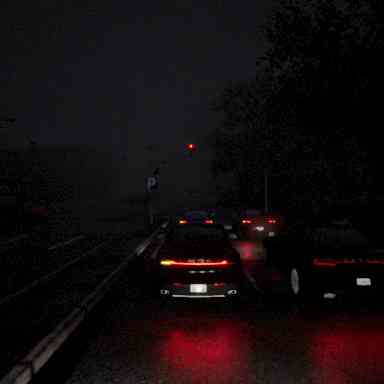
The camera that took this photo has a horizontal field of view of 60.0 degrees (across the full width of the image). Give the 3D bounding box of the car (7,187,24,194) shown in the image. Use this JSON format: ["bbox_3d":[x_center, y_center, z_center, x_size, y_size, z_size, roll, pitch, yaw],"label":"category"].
[{"bbox_3d":[-27.939,0.135,53.664,2.002,1.452,4.674,6,-3,-19],"label":"car"}]

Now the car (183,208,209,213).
[{"bbox_3d":[0.216,1.550,17.630,1.812,1.442,4.674,0,0,1],"label":"car"}]

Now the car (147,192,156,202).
[{"bbox_3d":[-10.522,1.313,65.713,5.366,1.575,1.946,-1,0,-14],"label":"car"}]

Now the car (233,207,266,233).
[{"bbox_3d":[3.235,1.550,17.884,1.812,1.442,4.674,0,0,1],"label":"car"}]

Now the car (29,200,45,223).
[{"bbox_3d":[-13.525,1.403,24.927,4.553,1.767,2.185,-1,0,-19],"label":"car"}]

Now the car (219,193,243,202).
[{"bbox_3d":[7.956,1.139,68.206,4.553,1.767,2.185,1,0,-13],"label":"car"}]

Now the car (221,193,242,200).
[{"bbox_3d":[9.810,1.126,82.897,4.553,1.767,2.185,1,0,-12],"label":"car"}]

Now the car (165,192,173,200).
[{"bbox_3d":[-8.085,1.355,86.645,4.674,1.452,2.002,-1,0,-12],"label":"car"}]

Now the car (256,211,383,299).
[{"bbox_3d":[3.140,1.488,8.544,1.882,1.535,5.008,0,0,0],"label":"car"}]

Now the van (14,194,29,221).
[{"bbox_3d":[-13.513,1.296,21.950,4.442,1.987,1.878,-1,0,-19],"label":"van"}]

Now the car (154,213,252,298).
[{"bbox_3d":[0.139,1.515,8.506,1.837,1.490,4.892,0,0,0],"label":"car"}]

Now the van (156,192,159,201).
[{"bbox_3d":[-9.937,1.091,71.703,4.442,1.987,1.878,-1,0,-14],"label":"van"}]

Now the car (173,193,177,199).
[{"bbox_3d":[-7.621,1.062,89.649,5.566,2.045,2.435,-1,0,-12],"label":"car"}]

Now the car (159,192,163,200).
[{"bbox_3d":[-9.696,1.319,74.673,4.892,1.521,2.231,-1,0,-13],"label":"car"}]

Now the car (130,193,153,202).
[{"bbox_3d":[-10.416,1.194,68.665,4.553,1.767,2.185,-1,0,-14],"label":"car"}]

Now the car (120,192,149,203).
[{"bbox_3d":[-11.179,1.356,62.724,4.792,1.488,2.163,-1,0,-15],"label":"car"}]

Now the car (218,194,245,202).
[{"bbox_3d":[8.505,1.262,71.197,5.366,1.575,1.946,1,0,-13],"label":"car"}]

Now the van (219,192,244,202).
[{"bbox_3d":[7.559,1.041,65.238,4.442,1.987,1.878,1,0,-14],"label":"van"}]

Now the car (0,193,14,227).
[{"bbox_3d":[-13.642,1.267,18.914,5.566,2.045,2.435,-1,0,-19],"label":"car"}]

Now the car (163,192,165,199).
[{"bbox_3d":[-9.310,1.357,77.666,4.674,1.452,2.002,-1,0,-13],"label":"car"}]

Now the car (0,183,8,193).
[{"bbox_3d":[-30.934,-0.427,53.738,2.435,2.045,5.566,6,-3,-19],"label":"car"}]
